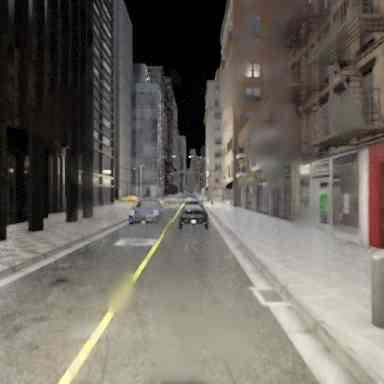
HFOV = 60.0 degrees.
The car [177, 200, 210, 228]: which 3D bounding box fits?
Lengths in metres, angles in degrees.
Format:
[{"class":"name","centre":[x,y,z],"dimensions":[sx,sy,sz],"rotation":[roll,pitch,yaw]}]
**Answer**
[{"class":"car","centre":[0.098,1.487,22.004],"dimensions":[1.837,1.490,4.892],"rotation":[0,0,0]}]

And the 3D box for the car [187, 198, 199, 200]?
[{"class":"car","centre":[0.095,1.453,39.921],"dimensions":[2.128,1.511,4.902],"rotation":[0,0,0]}]

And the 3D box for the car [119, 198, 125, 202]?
[{"class":"car","centre":[-14.403,1.594,76.844],"dimensions":[4.829,1.417,1.752],"rotation":[-1,0,0]}]

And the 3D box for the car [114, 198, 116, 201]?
[{"class":"car","centre":[-19.857,1.668,76.812],"dimensions":[4.507,1.381,1.887],"rotation":[-1,0,0]}]

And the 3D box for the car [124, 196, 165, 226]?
[{"class":"car","centre":[-3.101,1.333,23.436],"dimensions":[2.097,1.767,4.553],"rotation":[0,0,0]}]
